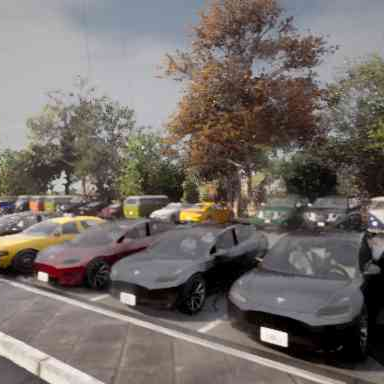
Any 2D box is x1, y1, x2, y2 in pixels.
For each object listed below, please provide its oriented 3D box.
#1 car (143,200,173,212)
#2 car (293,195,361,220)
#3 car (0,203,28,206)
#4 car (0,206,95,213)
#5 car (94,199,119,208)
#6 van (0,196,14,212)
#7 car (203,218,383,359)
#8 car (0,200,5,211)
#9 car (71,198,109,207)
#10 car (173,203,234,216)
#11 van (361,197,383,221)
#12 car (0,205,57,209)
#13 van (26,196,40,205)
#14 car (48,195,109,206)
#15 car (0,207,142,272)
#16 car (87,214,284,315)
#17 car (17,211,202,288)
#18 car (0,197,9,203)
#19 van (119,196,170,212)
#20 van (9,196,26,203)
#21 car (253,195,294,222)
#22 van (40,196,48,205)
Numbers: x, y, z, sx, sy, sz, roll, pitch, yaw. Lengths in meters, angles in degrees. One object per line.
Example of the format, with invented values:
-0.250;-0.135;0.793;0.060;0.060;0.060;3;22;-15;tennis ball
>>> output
-1.152;1.560;25.119;2.002;1.452;4.674;0;0;36;car
7.928;1.214;18.554;2.435;2.045;5.566;0;0;36;car
-11.137;1.561;15.956;1.946;1.575;5.366;0;0;36;car
-6.517;1.538;12.871;2.231;1.521;4.892;0;0;36;car
-5.552;1.587;28.275;2.002;1.452;4.674;0;0;36;car
-25.714;1.603;42.913;1.878;1.987;4.442;-1;-1;36;van
2.480;1.512;6.361;2.163;1.488;4.792;0;0;36;car
-28.030;1.888;44.427;2.231;1.521;4.892;-1;-1;36;car
-7.805;1.560;29.890;2.097;1.535;5.008;0;0;36;car
1.193;1.506;23.423;2.097;1.535;5.008;0;0;36;car
10.125;1.226;16.865;1.878;1.987;4.442;0;0;36;van
-8.778;1.551;14.481;2.231;1.521;4.892;0;0;36;car
-14.483;1.375;34.839;1.878;1.987;4.442;0;0;36;van
-10.170;1.323;31.561;2.435;2.045;5.566;0;0;36;car
-4.375;1.520;11.095;1.946;1.575;5.366;0;0;36;car
0.225;1.525;7.981;2.163;1.488;4.792;0;0;36;car
-2.029;1.539;9.602;2.163;1.488;4.792;0;0;36;car
-19.029;1.655;37.971;2.097;1.535;5.008;-1;-1;36;car
-3.337;1.307;26.829;1.878;1.987;4.442;0;0;36;van
-16.976;1.390;36.345;1.878;1.987;4.442;-1;0;36;van
5.678;1.227;20.170;2.435;2.045;5.566;0;0;36;car
-12.335;1.362;33.296;1.878;1.987;4.442;0;0;36;van
